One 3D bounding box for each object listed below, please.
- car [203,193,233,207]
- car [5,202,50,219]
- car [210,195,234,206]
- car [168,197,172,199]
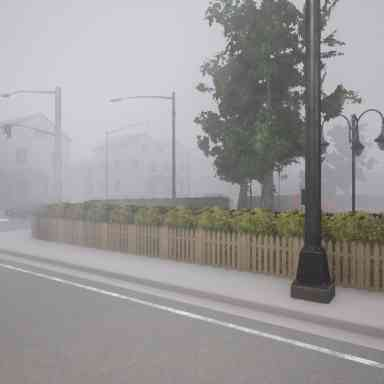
[{"bbox_3d":[3.548,1.221,48.156,2.150,2.045,5.566,0,0,35],"label":"car"},{"bbox_3d":[-14.016,1.564,29.263,1.994,1.385,4.181,0,0,35],"label":"car"},{"bbox_3d":[5.192,1.351,56.679,2.097,1.767,4.553,0,0,35],"label":"car"},{"bbox_3d":[-3.272,1.478,44.660,1.882,1.535,5.008,0,0,35],"label":"car"}]
